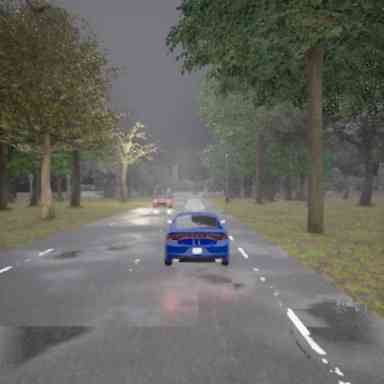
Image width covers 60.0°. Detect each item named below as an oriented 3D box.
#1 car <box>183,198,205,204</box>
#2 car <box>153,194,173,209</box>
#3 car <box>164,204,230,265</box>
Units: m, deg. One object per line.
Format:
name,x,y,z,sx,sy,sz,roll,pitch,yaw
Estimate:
car,0.224,1.295,29.768,1.812,1.442,4.674,0,0,0
car,-3.426,1.065,39.558,2.097,1.767,4.553,0,0,0
car,0.148,1.376,11.256,1.882,1.535,5.008,0,0,0
